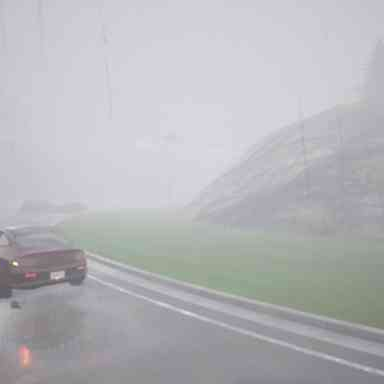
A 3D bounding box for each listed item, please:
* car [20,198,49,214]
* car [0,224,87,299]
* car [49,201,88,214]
[{"bbox_3d":[-17.309,1.554,37.601,2.097,1.767,4.553,0,0,2],"label":"car"},{"bbox_3d":[-4.332,1.573,8.673,1.812,1.442,4.674,1,0,-42],"label":"car"},{"bbox_3d":[-13.946,1.778,38.538,2.033,1.411,5.357,0,0,5],"label":"car"}]
